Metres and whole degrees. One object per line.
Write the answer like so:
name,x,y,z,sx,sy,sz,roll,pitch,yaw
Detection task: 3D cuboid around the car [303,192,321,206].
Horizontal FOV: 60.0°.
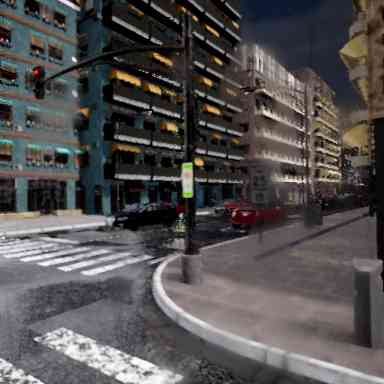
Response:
car,17.505,1.176,47.567,2.033,1.411,5.357,-1,0,36

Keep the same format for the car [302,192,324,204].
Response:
car,20.408,0.930,56.124,2.192,1.841,5.009,-1,0,36

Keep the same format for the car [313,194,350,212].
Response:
car,13.858,1.195,32.872,1.947,1.339,4.313,-1,0,36

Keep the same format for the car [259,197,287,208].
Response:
car,10.416,1.310,42.383,1.947,1.339,4.313,-1,0,36

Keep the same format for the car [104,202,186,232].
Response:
car,-2.905,1.392,19.668,2.128,1.511,4.902,-1,0,38

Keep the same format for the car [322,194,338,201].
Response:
car,27.077,1.082,65.285,2.008,1.369,4.403,-1,0,36

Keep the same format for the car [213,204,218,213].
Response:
car,3.750,1.383,33.221,2.008,1.369,4.403,-1,0,36

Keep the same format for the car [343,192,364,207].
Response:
car,20.522,1.086,42.033,1.887,1.381,4.507,-1,0,36

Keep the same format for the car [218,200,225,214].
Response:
car,4.696,1.276,30.130,1.882,1.535,5.008,-1,0,36

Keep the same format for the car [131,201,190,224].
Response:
car,-2.266,1.459,25.105,1.887,1.381,4.507,-1,0,36

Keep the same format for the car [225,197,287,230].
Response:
car,3.952,1.200,19.068,1.967,1.590,4.097,-1,0,36
